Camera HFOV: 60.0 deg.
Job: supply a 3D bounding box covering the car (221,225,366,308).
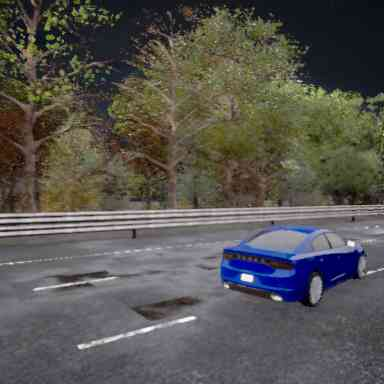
[{"bbox_3d":[2.768,1.578,8.317,1.882,1.535,5.008,0,-1,43],"label":"car"}]
